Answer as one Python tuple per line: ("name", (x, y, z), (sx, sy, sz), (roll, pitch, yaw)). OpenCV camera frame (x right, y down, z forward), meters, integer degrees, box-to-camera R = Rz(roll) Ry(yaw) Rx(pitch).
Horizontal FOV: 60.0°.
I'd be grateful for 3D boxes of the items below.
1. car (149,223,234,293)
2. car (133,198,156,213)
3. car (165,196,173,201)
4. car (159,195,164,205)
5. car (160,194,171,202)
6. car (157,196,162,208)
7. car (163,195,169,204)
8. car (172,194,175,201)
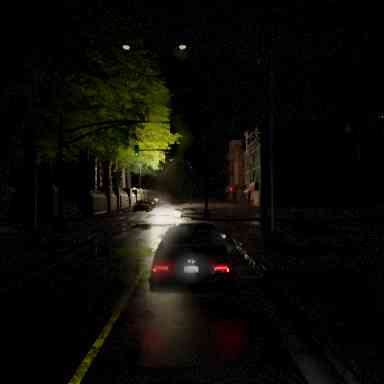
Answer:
("car", (-0.003, 1.551, 8.989), (2.033, 1.411, 5.357), (0, 0, 0))
("car", (-5.617, 1.583, 37.997), (2.008, 1.369, 4.403), (1, 0, -1))
("car", (-6.139, 1.728, 88.562), (1.752, 1.417, 4.829), (1, 0, -1))
("car", (-5.726, 1.621, 50.582), (1.947, 1.339, 4.313), (1, 0, -1))
("car", (-5.899, 1.419, 66.932), (2.192, 1.841, 5.009), (1, 0, -1))
("car", (-5.667, 1.595, 45.132), (2.008, 1.369, 4.403), (1, 0, -1))
("car", (-5.845, 1.667, 61.482), (1.802, 1.307, 4.206), (1, 0, -1))
("car", (-6.079, 1.615, 83.281), (1.967, 1.590, 4.097), (1, 0, -1))
